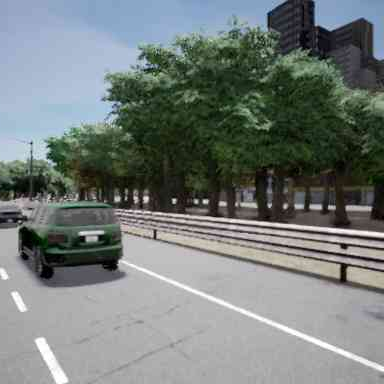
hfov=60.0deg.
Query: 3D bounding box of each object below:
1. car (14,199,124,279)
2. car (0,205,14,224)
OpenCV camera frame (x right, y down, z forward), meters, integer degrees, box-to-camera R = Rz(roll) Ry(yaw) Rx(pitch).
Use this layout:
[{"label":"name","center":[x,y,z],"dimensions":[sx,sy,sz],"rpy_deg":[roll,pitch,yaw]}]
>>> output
[{"label":"car","center":[-4.102,1.323,10.772],"dimensions":[2.150,2.045,5.566],"rpy_deg":[1,-1,-35]},{"label":"car","center":[-13.838,1.724,24.830],"dimensions":[1.837,1.490,4.892],"rpy_deg":[1,-1,-35]}]
